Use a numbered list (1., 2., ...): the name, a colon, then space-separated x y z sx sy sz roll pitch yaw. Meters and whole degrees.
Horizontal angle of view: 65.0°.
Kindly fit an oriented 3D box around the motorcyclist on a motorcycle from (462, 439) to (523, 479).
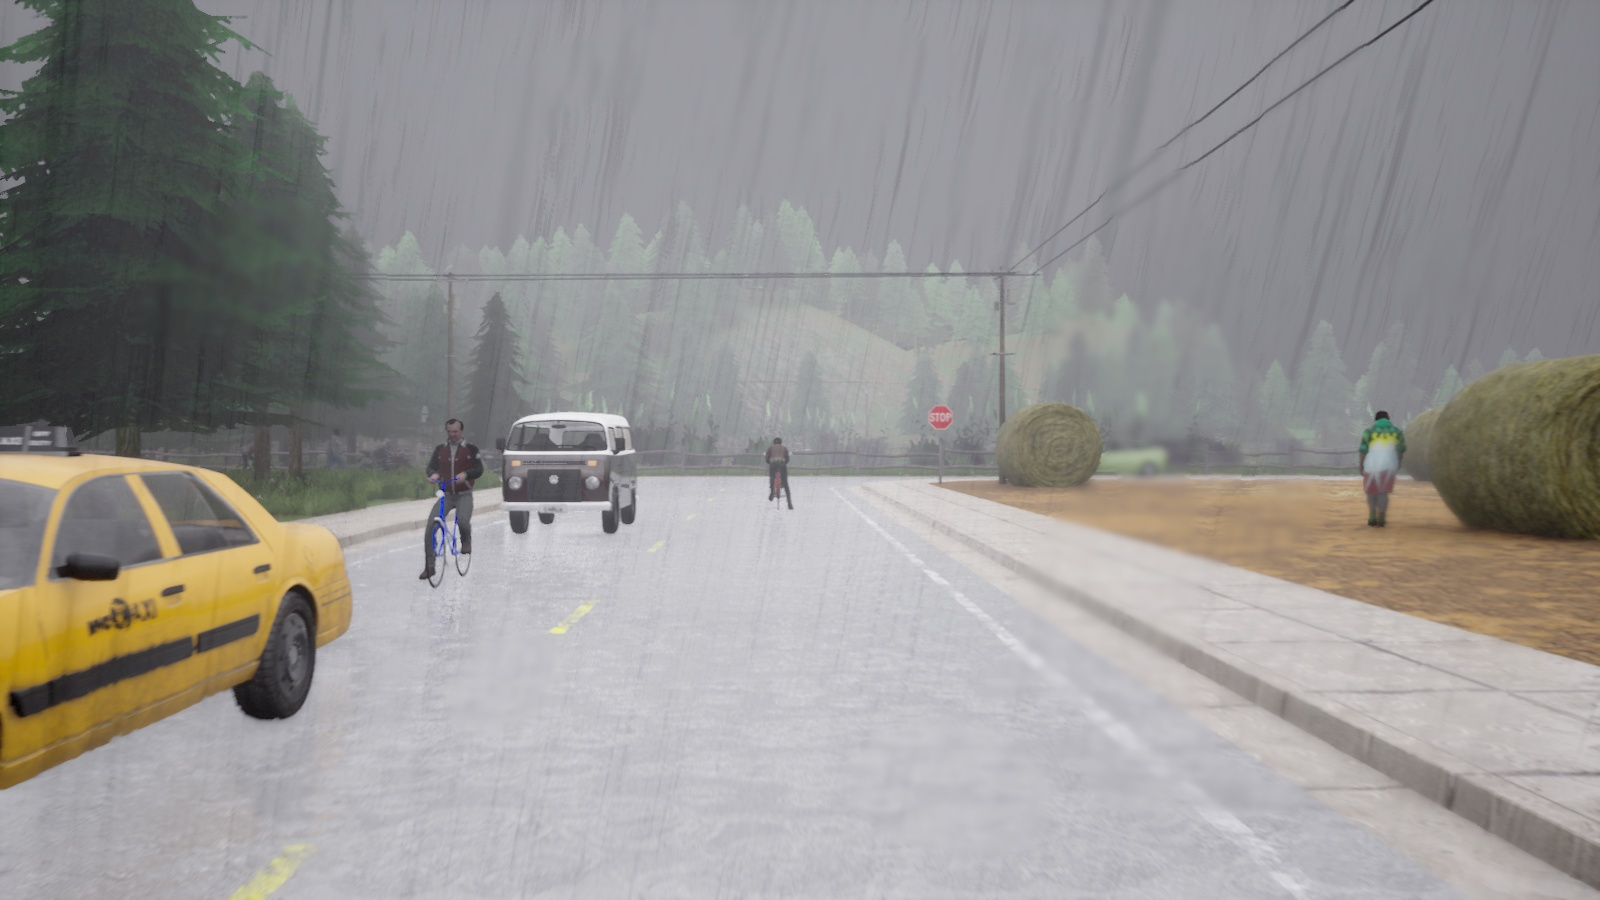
1. motorcyclist on a motorcycle: -12.788 0.357 52.262 2.350 1.649 0.766 0 0 2

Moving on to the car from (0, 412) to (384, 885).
1. car: -3.587 0.652 5.557 1.801 1.575 5.366 0 0 -1

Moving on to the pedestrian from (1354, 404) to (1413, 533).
1. pedestrian: 9.072 0.276 19.537 0.659 1.952 0.873 0 0 13

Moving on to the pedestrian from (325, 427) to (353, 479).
1. pedestrian: -16.539 0.106 45.046 0.900 1.855 0.874 0 0 -22

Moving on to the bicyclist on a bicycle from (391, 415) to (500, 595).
1. bicyclist on a bicycle: -3.719 0.539 13.309 0.659 1.776 1.843 0 0 -1

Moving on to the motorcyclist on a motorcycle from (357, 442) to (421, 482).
1. motorcyclist on a motorcycle: -15.978 0.459 48.861 2.191 1.530 0.866 0 0 2

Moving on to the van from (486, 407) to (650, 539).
1. van: -3.863 0.344 21.706 2.069 2.038 4.480 0 0 -1

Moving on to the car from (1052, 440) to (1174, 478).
1. car: 12.775 0.374 51.456 4.514 1.525 2.007 0 0 2
